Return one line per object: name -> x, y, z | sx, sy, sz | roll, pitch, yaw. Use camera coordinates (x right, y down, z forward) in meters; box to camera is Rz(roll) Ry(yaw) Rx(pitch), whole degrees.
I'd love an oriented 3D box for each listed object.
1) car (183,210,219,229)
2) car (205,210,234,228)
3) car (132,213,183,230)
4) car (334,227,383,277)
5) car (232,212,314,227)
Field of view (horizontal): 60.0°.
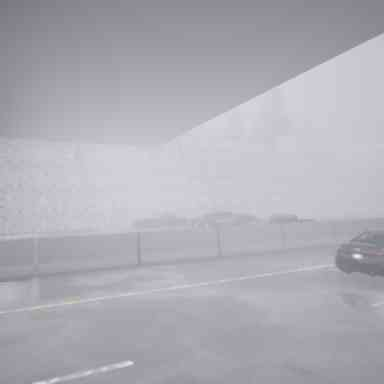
car -> 2.053, 2.326, 27.743 | 4.892, 1.490, 1.837 | 0, -2, -26
car -> 3.460, 2.258, 24.534 | 4.181, 1.385, 1.994 | 0, -2, -26
car -> -2.834, 2.567, 29.231 | 4.718, 1.301, 1.895 | 0, -2, -26
car -> 6.408, 1.757, 10.168 | 4.181, 1.385, 1.994 | 0, -2, -26
car -> 5.588, 2.111, 21.687 | 5.357, 1.411, 2.033 | 0, -2, -26
